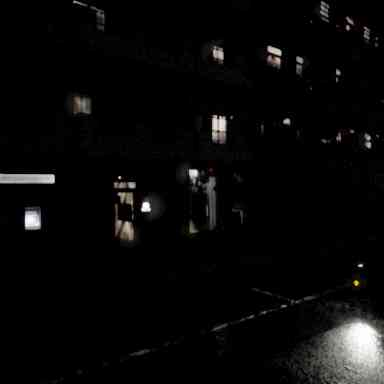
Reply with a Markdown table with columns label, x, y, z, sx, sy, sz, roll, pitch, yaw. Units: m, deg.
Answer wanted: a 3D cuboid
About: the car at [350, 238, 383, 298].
| label | x | y | z | sx | sy | sz | roll | pitch | yaw |
| --- | --- | --- | --- | --- | --- | --- | --- | --- | --- |
| car | 5.374 | 1.542 | 7.419 | 4.181 | 1.385 | 1.994 | 0 | 0 | -37 |
